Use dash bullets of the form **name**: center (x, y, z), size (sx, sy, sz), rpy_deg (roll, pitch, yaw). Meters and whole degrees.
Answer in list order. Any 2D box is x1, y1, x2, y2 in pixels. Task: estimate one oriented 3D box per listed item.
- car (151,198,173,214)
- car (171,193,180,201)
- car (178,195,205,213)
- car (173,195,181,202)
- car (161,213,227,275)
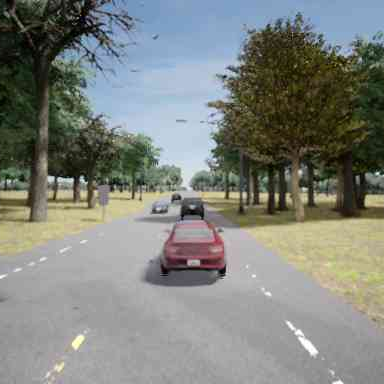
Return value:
- **car**: center (-3.748, 1.789, 39.591), size (2.128, 1.511, 4.902), rpy_deg (0, 0, -1)
- **car**: center (-3.518, 1.286, 75.144), size (2.150, 2.045, 5.566), rpy_deg (0, 0, -2)
- **car**: center (0.029, 1.493, 31.813), size (2.150, 2.045, 5.566), rpy_deg (0, 0, 0)
- **car**: center (-3.672, 1.574, 82.613), size (1.812, 1.442, 4.674), rpy_deg (0, 0, 0)
- **car**: center (0.054, 1.643, 10.721), size (1.812, 1.442, 4.674), rpy_deg (0, 0, 0)
